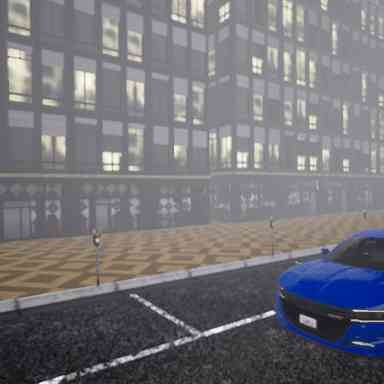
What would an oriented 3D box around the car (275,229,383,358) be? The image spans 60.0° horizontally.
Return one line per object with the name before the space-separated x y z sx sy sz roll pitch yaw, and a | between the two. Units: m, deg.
car | 3.595 1.436 5.875 5.008 1.535 1.882 0 0 -35
